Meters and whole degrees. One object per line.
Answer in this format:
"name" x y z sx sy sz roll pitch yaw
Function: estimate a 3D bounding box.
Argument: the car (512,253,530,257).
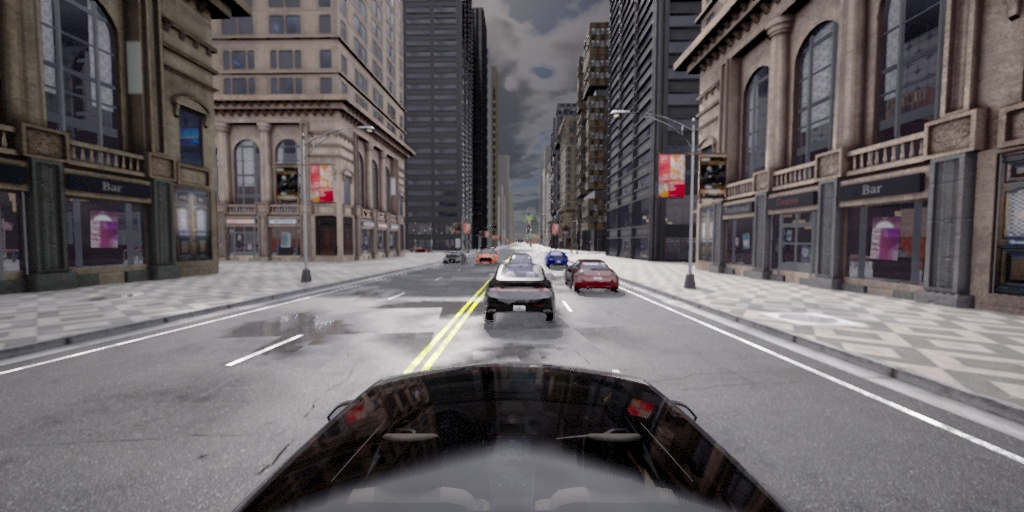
"car" 0.657 0.512 27.116 2.033 1.411 5.357 0 2 2

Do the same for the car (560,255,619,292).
"car" 3.684 0.846 17.158 1.994 1.385 4.181 0 2 2

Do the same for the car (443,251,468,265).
"car" -5.774 0.211 36.817 1.994 1.385 4.181 0 2 1

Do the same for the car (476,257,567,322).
"car" 0.254 0.956 10.997 2.128 1.511 4.902 0 2 2

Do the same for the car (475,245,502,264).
"car" -2.518 0.002 36.966 2.097 1.767 4.553 0 2 1

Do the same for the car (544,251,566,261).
"car" 4.083 0.258 33.366 1.882 1.535 5.008 0 2 2
